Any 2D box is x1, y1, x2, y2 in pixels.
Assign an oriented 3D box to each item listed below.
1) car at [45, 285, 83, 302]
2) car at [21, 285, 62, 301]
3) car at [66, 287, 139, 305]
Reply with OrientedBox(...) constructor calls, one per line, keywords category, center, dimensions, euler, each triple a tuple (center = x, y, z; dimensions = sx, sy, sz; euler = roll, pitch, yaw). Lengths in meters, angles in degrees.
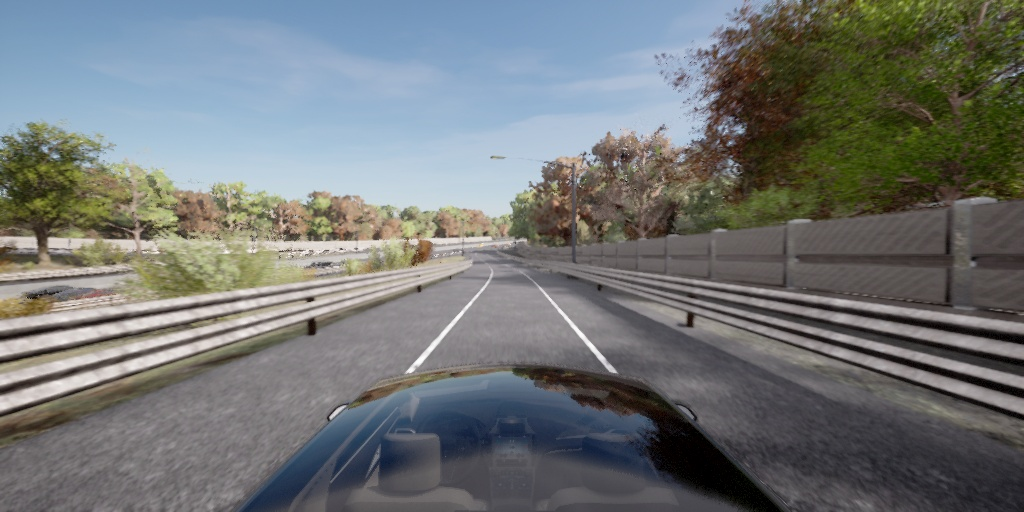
OrientedBox(category="car", center=(-43.082, 3.869, 36.207), dimensions=(1.994, 1.385, 4.181), euler=(1, 4, 15))
OrientedBox(category="car", center=(-46.487, 3.718, 37.013), dimensions=(1.882, 1.535, 5.008), euler=(1, 4, 15))
OrientedBox(category="car", center=(-39.683, 3.898, 35.371), dimensions=(1.812, 1.442, 4.674), euler=(1, 4, 15))
